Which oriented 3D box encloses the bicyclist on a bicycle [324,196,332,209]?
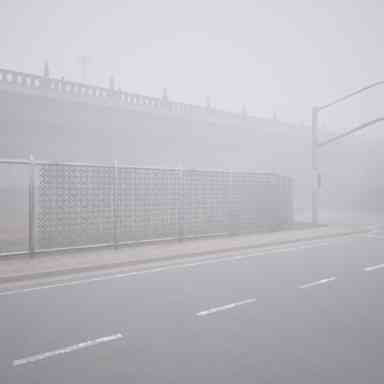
[{"bbox_3d":[17.728,1.356,43.298,1.656,1.620,0.582,0,0,-36],"label":"bicyclist on a bicycle"}]

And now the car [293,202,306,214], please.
[{"bbox_3d":[9.816,1.407,35.488,2.097,1.767,4.553,0,0,-36],"label":"car"}]
